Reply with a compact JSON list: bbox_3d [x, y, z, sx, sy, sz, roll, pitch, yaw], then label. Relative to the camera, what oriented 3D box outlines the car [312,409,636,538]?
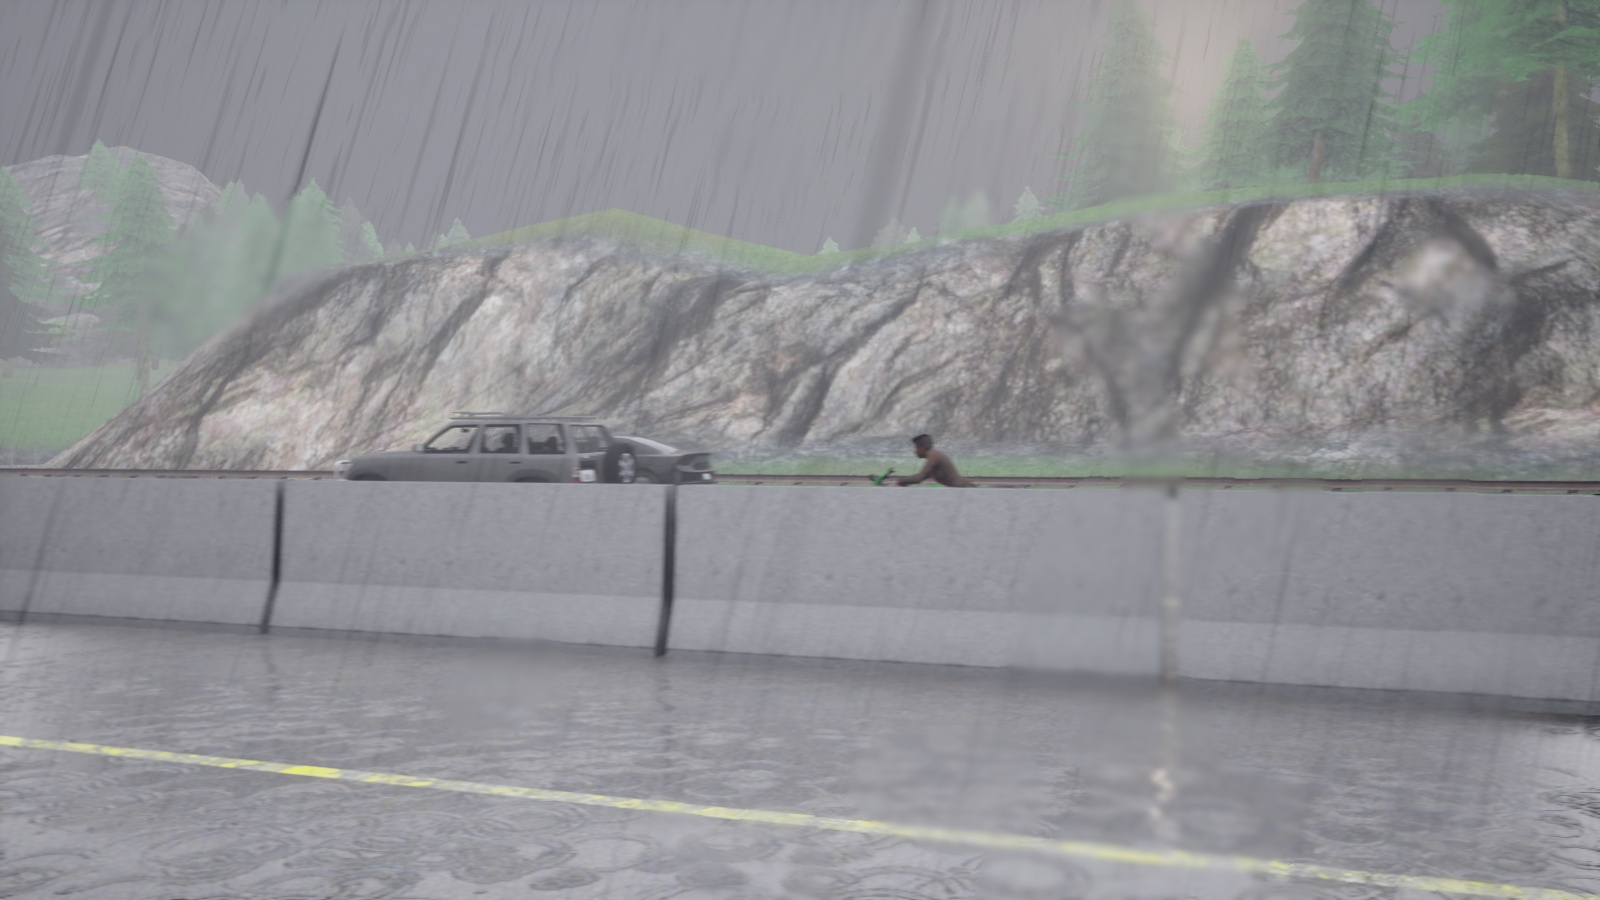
[{"bbox_3d":[-5.076,0.309,19.668,4.605,1.855,1.932,1,1,19],"label":"car"}]

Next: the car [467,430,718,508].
[{"bbox_3d":[-4.426,0.358,26.836,5.008,1.535,1.882,1,1,19],"label":"car"}]

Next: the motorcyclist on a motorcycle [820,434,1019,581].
[{"bbox_3d":[1.315,0.592,13.828,2.044,1.523,0.797,1,1,19],"label":"motorcyclist on a motorcycle"}]
